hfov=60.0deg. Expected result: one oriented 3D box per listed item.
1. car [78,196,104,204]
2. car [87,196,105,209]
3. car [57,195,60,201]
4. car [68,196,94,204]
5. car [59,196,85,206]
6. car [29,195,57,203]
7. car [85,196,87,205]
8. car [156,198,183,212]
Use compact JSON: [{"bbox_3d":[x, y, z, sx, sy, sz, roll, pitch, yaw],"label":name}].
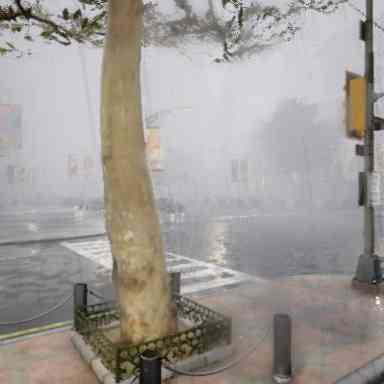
[{"bbox_3d":[-20.688,1.543,68.235,4.902,1.511,2.128,0,0,26],"label":"car"},{"bbox_3d":[-12.352,1.491,46.145,1.882,1.535,5.008,0,0,-37],"label":"car"},{"bbox_3d":[-30.286,1.453,72.040,4.892,1.490,1.837,0,0,12],"label":"car"},{"bbox_3d":[-21.708,1.493,64.822,5.008,1.535,1.882,0,0,30],"label":"car"},{"bbox_3d":[-19.051,1.517,53.904,4.892,1.490,1.837,0,0,42],"label":"car"},{"bbox_3d":[-31.245,1.438,68.675,5.008,1.535,1.882,0,0,12],"label":"car"},{"bbox_3d":[-15.153,1.493,55.046,1.882,1.535,5.008,0,0,-45],"label":"car"},{"bbox_3d":[-2.899,1.522,38.995,1.837,1.490,4.892,0,0,-36],"label":"car"}]
